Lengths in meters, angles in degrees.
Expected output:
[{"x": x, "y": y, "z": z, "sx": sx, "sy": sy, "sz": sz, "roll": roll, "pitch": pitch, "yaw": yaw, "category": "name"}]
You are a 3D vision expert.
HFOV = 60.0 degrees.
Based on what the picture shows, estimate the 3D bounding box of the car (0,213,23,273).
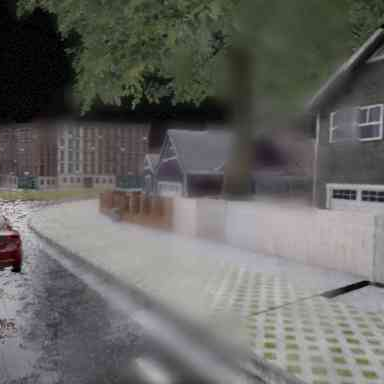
[{"x": -6.042, "y": 1.284, "z": 9.301, "sx": 1.882, "sy": 1.535, "sz": 5.008, "roll": 0, "pitch": 1, "yaw": -35, "category": "car"}]

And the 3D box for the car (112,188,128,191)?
[{"x": -12.914, "y": -0.021, "z": 61.551, "sx": 1.837, "sy": 1.490, "sz": 4.892, "roll": 2, "pitch": 2, "yaw": 22, "category": "car"}]
